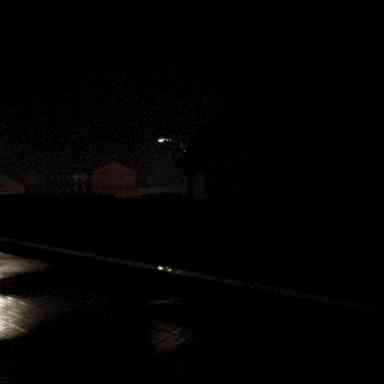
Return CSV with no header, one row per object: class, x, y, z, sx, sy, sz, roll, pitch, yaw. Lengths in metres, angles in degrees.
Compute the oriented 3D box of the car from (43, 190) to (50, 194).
car,-29.702,0.497,67.444,3.866,1.878,1.905,1,0,36
